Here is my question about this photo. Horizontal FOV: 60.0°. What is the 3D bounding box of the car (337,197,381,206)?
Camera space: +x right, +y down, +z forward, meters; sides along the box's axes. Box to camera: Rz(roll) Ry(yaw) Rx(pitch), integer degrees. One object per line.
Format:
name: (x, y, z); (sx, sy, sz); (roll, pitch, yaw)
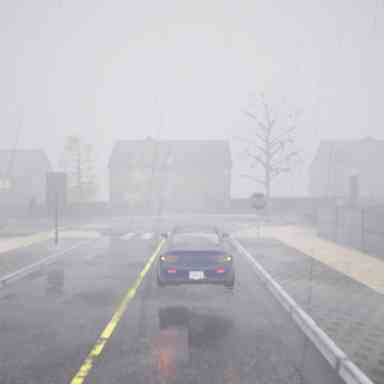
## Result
car: (11.917, 1.183, 25.430); (4.553, 1.767, 2.097); (-1, 0, 0)

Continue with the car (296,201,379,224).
car: (9.759, 1.502, 22.783); (4.718, 1.301, 1.895); (-1, 0, 1)

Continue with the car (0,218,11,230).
car: (-14.958, 2.088, 22.442); (4.718, 1.301, 1.895); (-1, 0, 0)

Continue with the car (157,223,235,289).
car: (0.088, 1.590, 9.265); (1.812, 1.442, 4.674); (0, 0, 0)
